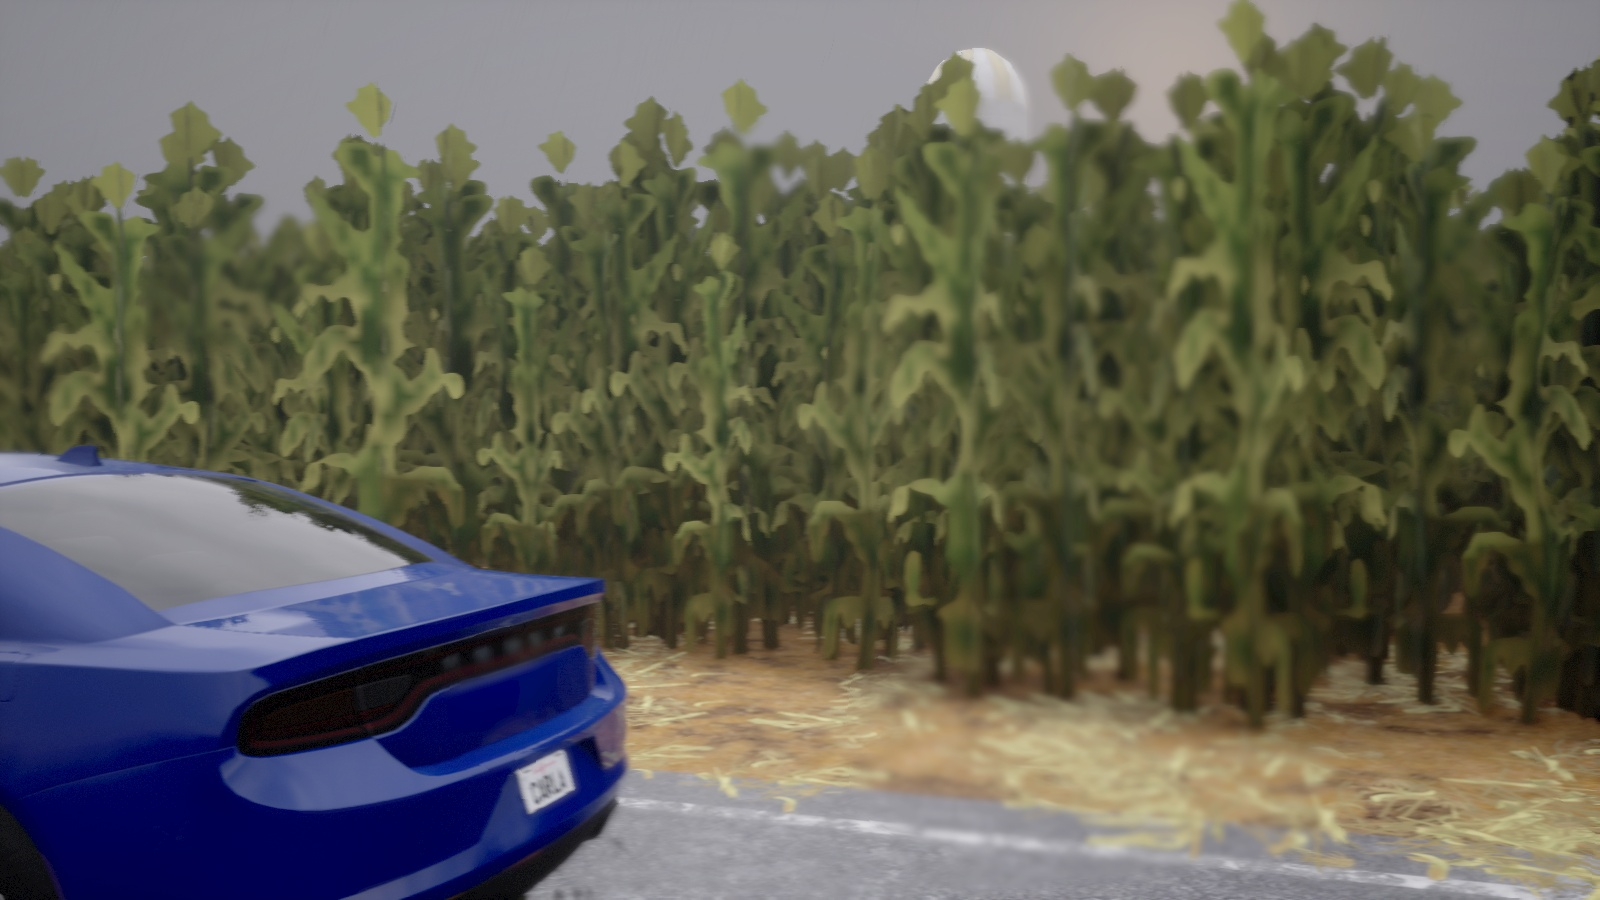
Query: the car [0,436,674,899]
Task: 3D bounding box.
[{"bbox_3d":[-3.107,0.726,4.238,5.008,1.535,1.882,0,1,19],"label":"car"}]
